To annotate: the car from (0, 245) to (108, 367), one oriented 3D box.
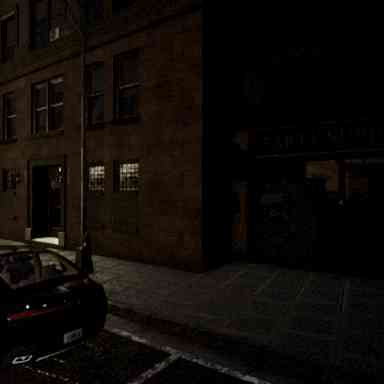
[{"bbox_3d":[-3.247,1.548,5.410,4.403,1.369,2.008,0,0,36],"label":"car"}]
